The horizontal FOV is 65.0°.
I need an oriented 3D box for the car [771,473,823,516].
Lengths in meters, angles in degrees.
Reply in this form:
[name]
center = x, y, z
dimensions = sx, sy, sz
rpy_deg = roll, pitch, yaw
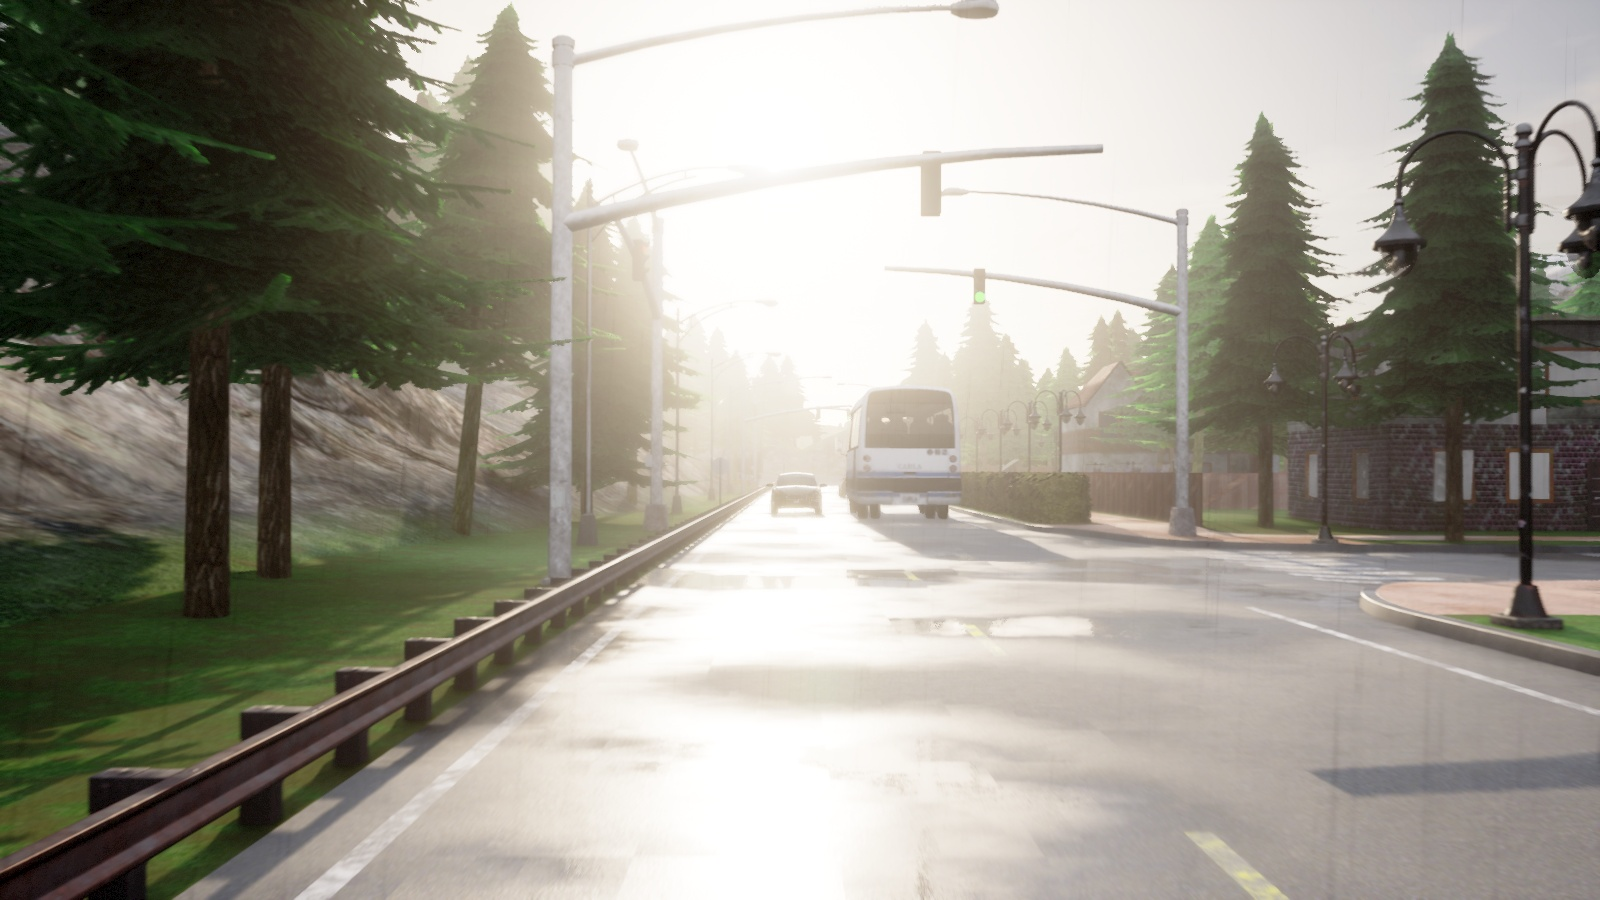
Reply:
[car]
center = -0.112, 1.595, 46.283
dimensions = 1.837, 1.490, 4.892
rpy_deg = 0, -1, 0

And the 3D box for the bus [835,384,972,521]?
[bus]
center = 3.387, 0.168, 44.399
dimensions = 3.944, 4.253, 10.273
rpy_deg = 0, -1, 0
